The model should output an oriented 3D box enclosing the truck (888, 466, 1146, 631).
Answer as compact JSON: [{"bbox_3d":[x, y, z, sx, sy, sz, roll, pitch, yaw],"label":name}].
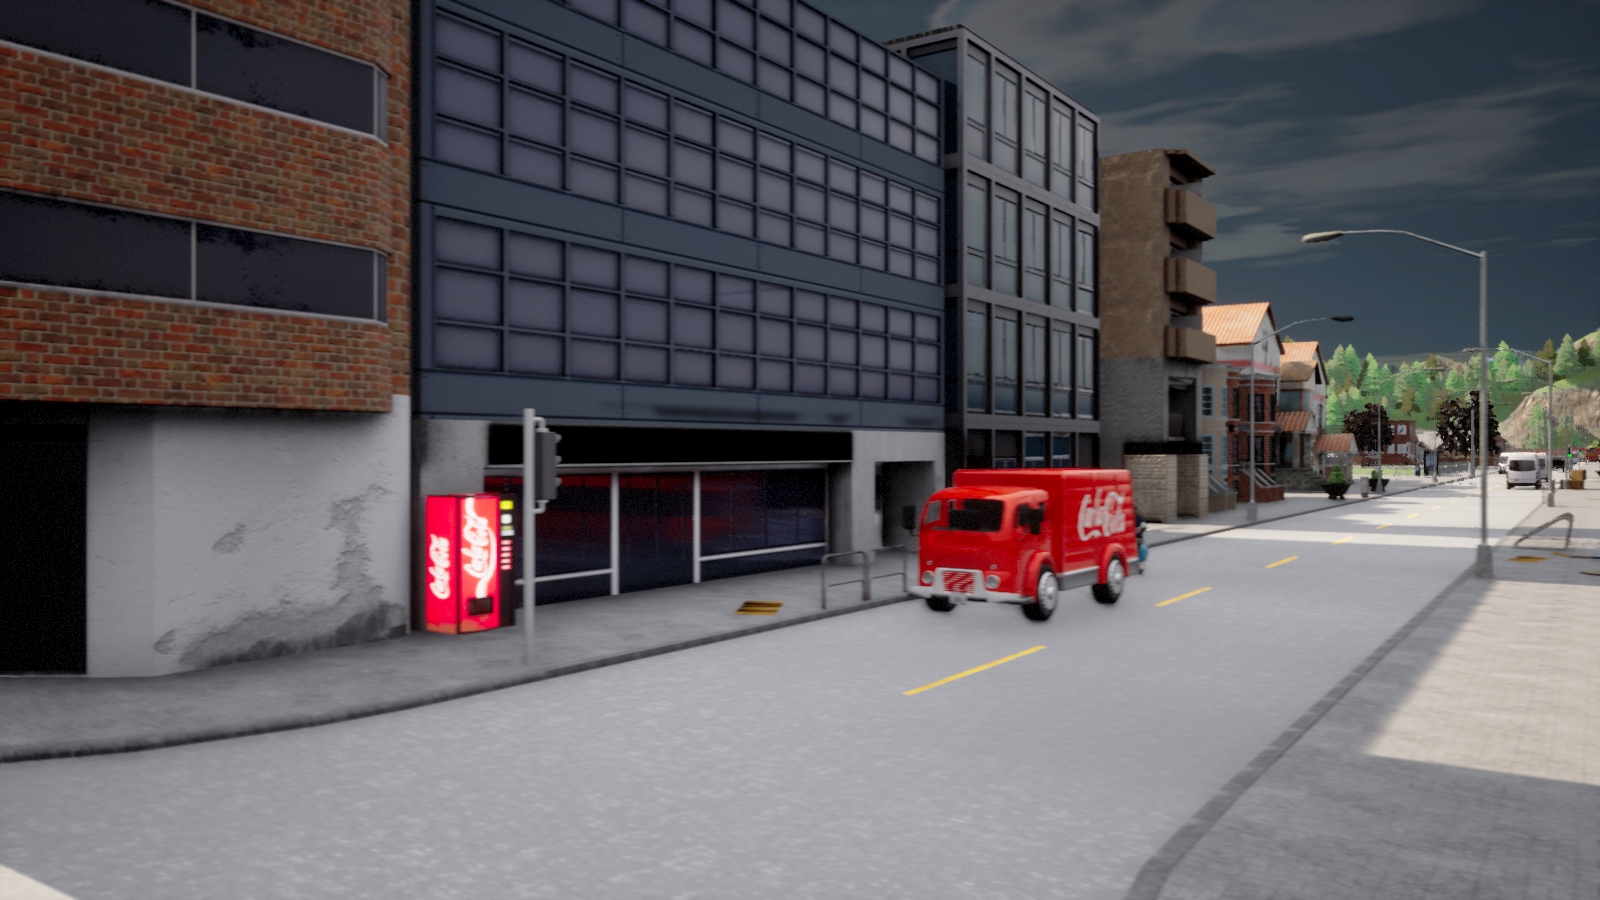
[{"bbox_3d":[4.052,1.570,20.533,2.627,2.467,5.204,0,0,35],"label":"truck"}]

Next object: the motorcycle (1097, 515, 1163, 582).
[{"bbox_3d":[7.286,2.144,25.157,0.856,1.316,1.805,0,0,35],"label":"motorcycle"}]
